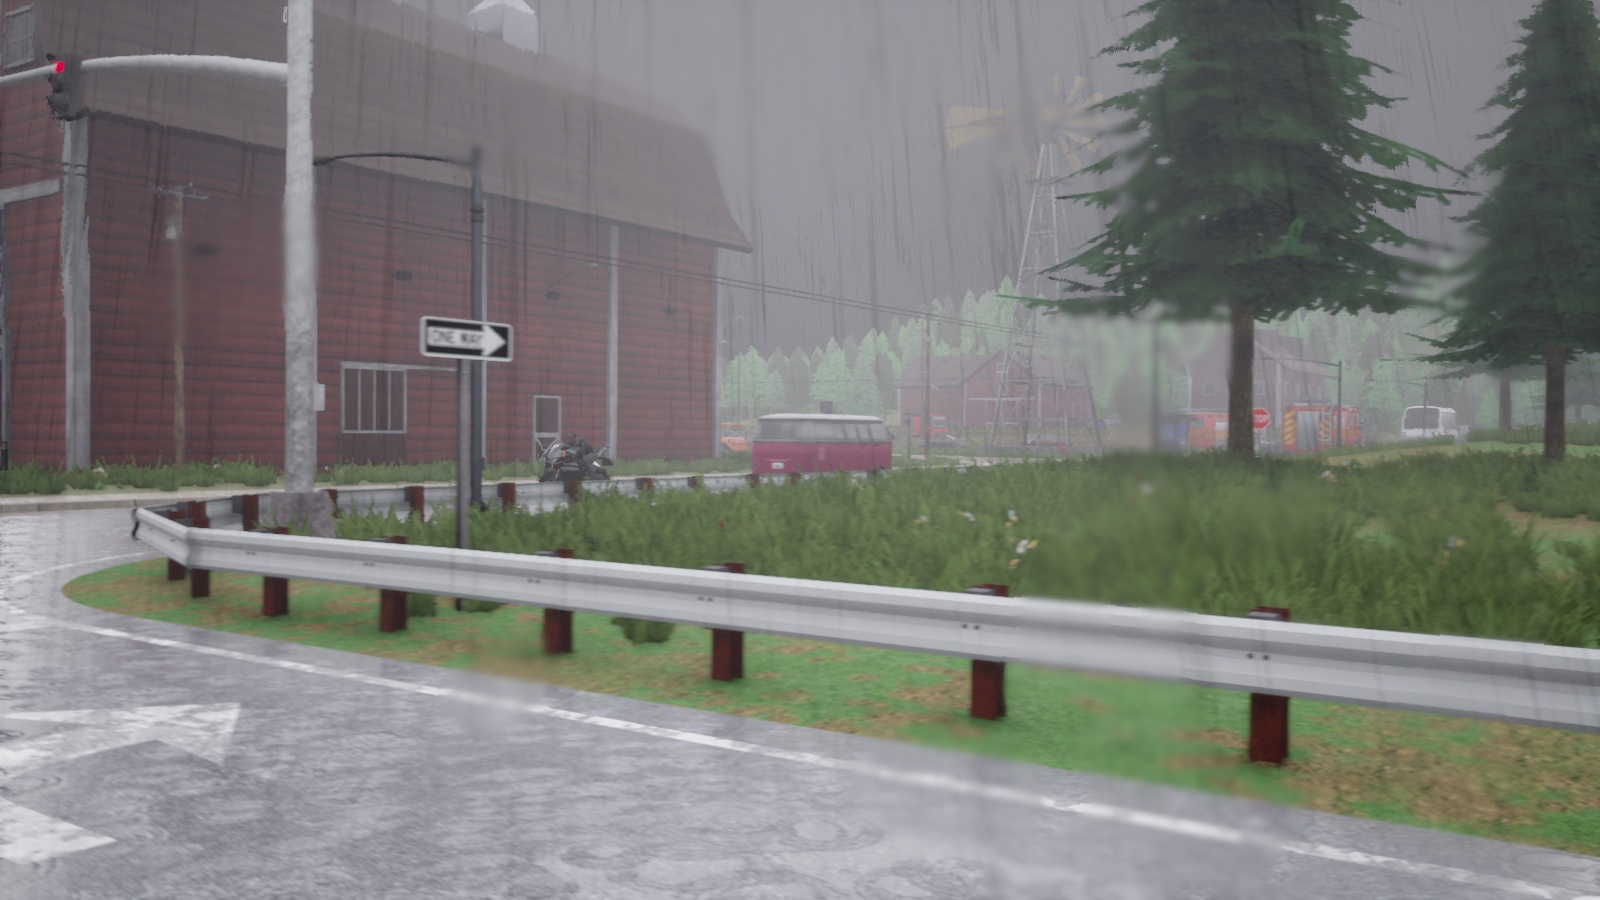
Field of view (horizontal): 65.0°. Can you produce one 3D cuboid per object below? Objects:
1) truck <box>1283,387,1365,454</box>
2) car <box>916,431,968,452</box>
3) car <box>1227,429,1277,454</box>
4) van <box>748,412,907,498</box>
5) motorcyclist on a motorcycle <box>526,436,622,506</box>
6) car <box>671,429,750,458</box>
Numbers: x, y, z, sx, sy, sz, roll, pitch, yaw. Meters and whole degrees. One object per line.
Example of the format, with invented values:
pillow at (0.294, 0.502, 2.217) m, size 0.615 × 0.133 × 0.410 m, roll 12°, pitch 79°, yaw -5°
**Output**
truck at (31.916, -1.737, 76.255) m, size 2.891 × 3.827 × 8.468 m, roll 0°, pitch 1°, yaw 35°
car at (10.863, -0.671, 95.950) m, size 3.705 × 1.549 × 1.789 m, roll 0°, pitch 1°, yaw 15°
car at (27.304, -0.509, 75.738) m, size 1.816 × 1.474 × 4.193 m, roll 0°, pitch 1°, yaw 35°
van at (0.761, 0.079, 31.150) m, size 1.775 × 1.987 × 4.442 m, roll 0°, pitch 1°, yaw 35°
motorcyclist on a motorcycle at (-5.146, 0.447, 28.757) m, size 0.866 × 1.530 × 2.191 m, roll 0°, pitch 1°, yaw 35°
car at (-5.626, -0.406, 78.662) m, size 4.553 × 1.767 × 2.097 m, roll 0°, pitch 1°, yaw 34°
